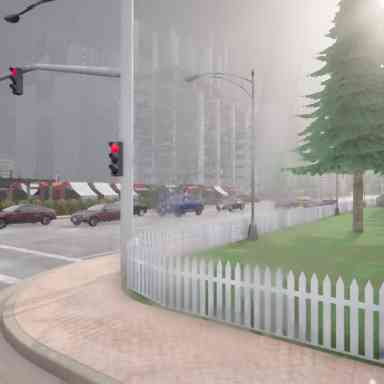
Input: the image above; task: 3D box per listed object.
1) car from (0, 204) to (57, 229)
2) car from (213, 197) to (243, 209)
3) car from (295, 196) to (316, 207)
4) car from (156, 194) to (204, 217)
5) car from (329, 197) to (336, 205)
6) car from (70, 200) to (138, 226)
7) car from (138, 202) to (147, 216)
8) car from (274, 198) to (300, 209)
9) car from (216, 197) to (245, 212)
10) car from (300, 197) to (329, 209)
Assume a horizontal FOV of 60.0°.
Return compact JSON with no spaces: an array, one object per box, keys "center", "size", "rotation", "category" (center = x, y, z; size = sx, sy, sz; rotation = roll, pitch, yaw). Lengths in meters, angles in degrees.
[{"center":[-11.387,1.526,22.133],"size":[1.812,1.442,4.674],"rotation":[0,0,36],"category":"car"},{"center":[5.173,1.491,46.670],"size":[2.128,1.511,4.902],"rotation":[0,0,34],"category":"car"},{"center":[18.260,1.478,53.308],"size":[1.882,1.535,5.008],"rotation":[0,0,34],"category":"car"},{"center":[-0.967,1.221,31.349],"size":[2.150,2.045,5.566],"rotation":[0,0,34],"category":"car"},{"center":[21.092,1.526,51.247],"size":[1.812,1.442,4.674],"rotation":[0,0,34],"category":"car"},{"center":[-6.273,1.526,23.426],"size":[1.812,1.442,4.674],"rotation":[0,0,34],"category":"car"},{"center":[-6.172,1.478,29.882],"size":[1.882,1.535,5.008],"rotation":[0,0,34],"category":"car"},{"center":[12.774,1.547,45.155],"size":[2.033,1.411,5.357],"rotation":[0,0,34],"category":"car"},{"center":[4.663,1.491,39.692],"size":[2.128,1.511,4.902],"rotation":[0,0,34],"category":"car"},{"center":[16.226,1.564,44.019],"size":[1.994,1.385,4.181],"rotation":[0,0,34],"category":"car"}]
